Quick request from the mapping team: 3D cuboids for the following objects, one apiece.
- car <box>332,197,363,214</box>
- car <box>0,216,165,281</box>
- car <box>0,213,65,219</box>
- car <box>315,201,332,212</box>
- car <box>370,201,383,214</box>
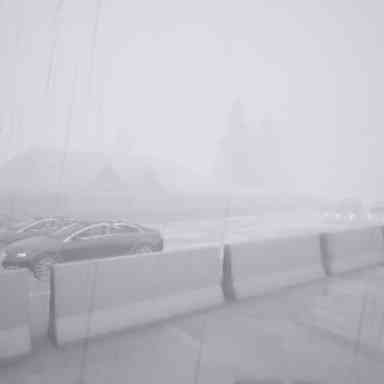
[{"bbox_3d":[20.237,1.620,42.508,2.150,2.045,5.566,-1,-1,39],"label":"car"},{"bbox_3d":[-3.175,1.640,10.420,4.902,1.511,2.128,0,-1,-37],"label":"car"},{"bbox_3d":[-5.734,1.684,12.876,4.902,1.511,2.128,0,-1,-36],"label":"car"},{"bbox_3d":[18.815,2.002,46.311,2.033,1.411,5.357,-1,-1,39],"label":"car"},{"bbox_3d":[23.139,1.838,40.555,1.882,1.535,5.008,-1,-1,39],"label":"car"}]
